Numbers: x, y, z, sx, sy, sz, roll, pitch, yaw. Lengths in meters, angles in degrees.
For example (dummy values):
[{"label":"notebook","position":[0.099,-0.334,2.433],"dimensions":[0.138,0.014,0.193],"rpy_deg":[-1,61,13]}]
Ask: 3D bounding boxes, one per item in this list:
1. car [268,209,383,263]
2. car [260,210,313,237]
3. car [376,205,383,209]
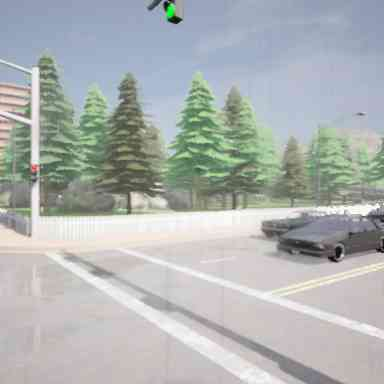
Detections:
[{"label":"car","position":[5.506,1.540,12.197],"dimensions":[5.357,1.411,2.033],"rpy_deg":[0,0,-35]},{"label":"car","position":[5.584,1.592,16.539],"dimensions":[4.718,1.301,1.895],"rpy_deg":[0,0,-35]},{"label":"car","position":[13.763,1.462,22.362],"dimensions":[5.008,1.535,1.882],"rpy_deg":[0,0,-35]}]
